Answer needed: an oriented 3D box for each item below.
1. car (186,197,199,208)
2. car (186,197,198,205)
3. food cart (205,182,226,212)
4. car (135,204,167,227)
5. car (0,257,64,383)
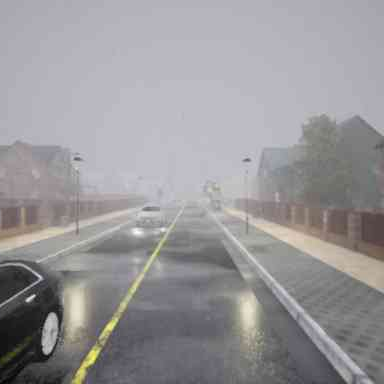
[{"bbox_3d":[0.009,1.720,52.177,1.882,1.535,5.008,0,0,0],"label":"car"},{"bbox_3d":[0.012,1.845,67.050,1.837,1.490,4.892,0,0,8],"label":"car"},{"bbox_3d":[2.987,0.654,42.840,2.280,3.560,4.660,-1,-1,0],"label":"food cart"},{"bbox_3d":[-2.844,1.619,23.841,1.812,1.442,4.674,0,0,0],"label":"car"},{"bbox_3d":[-2.818,1.515,3.112,1.837,1.490,4.892,0,0,0],"label":"car"}]
